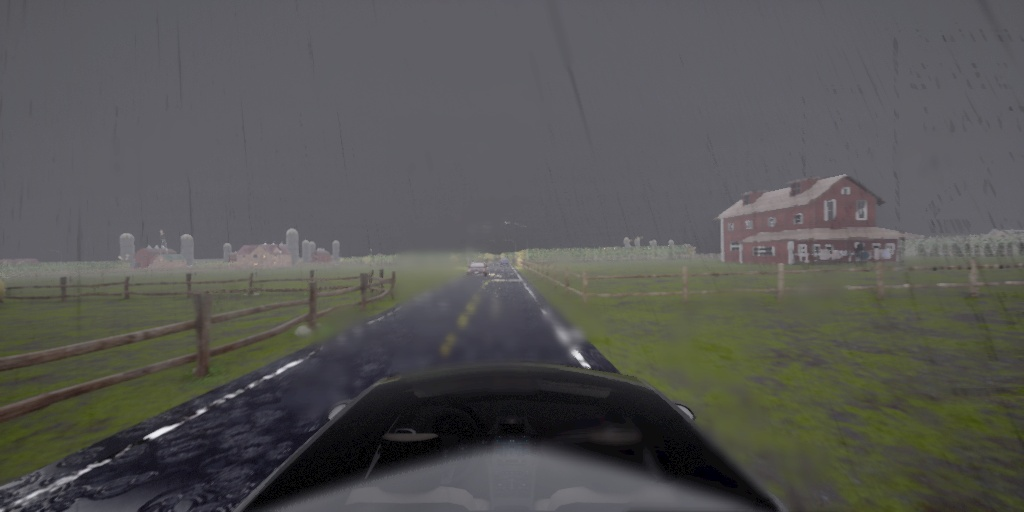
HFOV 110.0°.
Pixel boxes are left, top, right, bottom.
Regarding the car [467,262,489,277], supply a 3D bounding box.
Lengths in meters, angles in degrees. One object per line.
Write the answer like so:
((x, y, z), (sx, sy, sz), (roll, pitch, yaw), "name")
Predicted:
((-3.487, 1.350, 37.305), (1.812, 1.442, 4.674), (-1, 0, -1), "car")
